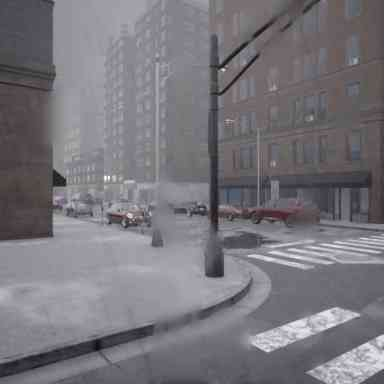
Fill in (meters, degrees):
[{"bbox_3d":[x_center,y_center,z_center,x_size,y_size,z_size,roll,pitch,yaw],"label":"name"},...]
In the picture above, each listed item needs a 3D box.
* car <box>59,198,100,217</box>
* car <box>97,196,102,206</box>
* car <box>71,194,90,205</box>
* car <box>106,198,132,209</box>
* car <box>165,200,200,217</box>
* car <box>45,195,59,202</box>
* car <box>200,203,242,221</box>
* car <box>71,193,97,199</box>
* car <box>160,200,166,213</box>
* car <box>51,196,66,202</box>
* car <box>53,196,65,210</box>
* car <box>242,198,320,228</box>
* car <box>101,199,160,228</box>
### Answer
[{"bbox_3d":[-10.465,1.529,30.799,2.008,1.369,4.403,0,0,-35],"label":"car"},{"bbox_3d":[-15.977,1.457,53.936,1.837,1.490,4.892,0,0,-35],"label":"car"},{"bbox_3d":[-20.017,1.297,59.616,2.097,1.767,4.553,0,0,-35],"label":"car"},{"bbox_3d":[-9.867,1.532,44.759,1.947,1.339,4.313,0,0,-35],"label":"car"},{"bbox_3d":[-0.327,1.549,31.209,1.947,1.339,4.313,0,0,-35],"label":"car"},{"bbox_3d":[-32.127,1.470,76.374,2.008,1.369,4.403,0,0,-35],"label":"car"},{"bbox_3d":[2.853,1.571,26.693,1.802,1.307,4.206,0,0,-35],"label":"car"},{"bbox_3d":[-16.409,1.179,49.255,2.150,2.045,5.566,0,0,-35],"label":"car"},{"bbox_3d":[-3.507,1.529,35.726,2.008,1.369,4.403,0,0,-35],"label":"car"},{"bbox_3d":[-28.947,1.477,71.857,2.008,1.369,4.403,0,0,-35],"label":"car"},{"bbox_3d":[-16.827,1.511,39.835,1.887,1.381,4.507,0,0,-35],"label":"car"},{"bbox_3d":[6.033,1.309,22.176,2.192,1.841,5.009,0,0,-35],"label":"car"},{"bbox_3d":[-4.103,1.430,21.763,1.967,1.590,4.097,0,0,-35],"label":"car"}]
